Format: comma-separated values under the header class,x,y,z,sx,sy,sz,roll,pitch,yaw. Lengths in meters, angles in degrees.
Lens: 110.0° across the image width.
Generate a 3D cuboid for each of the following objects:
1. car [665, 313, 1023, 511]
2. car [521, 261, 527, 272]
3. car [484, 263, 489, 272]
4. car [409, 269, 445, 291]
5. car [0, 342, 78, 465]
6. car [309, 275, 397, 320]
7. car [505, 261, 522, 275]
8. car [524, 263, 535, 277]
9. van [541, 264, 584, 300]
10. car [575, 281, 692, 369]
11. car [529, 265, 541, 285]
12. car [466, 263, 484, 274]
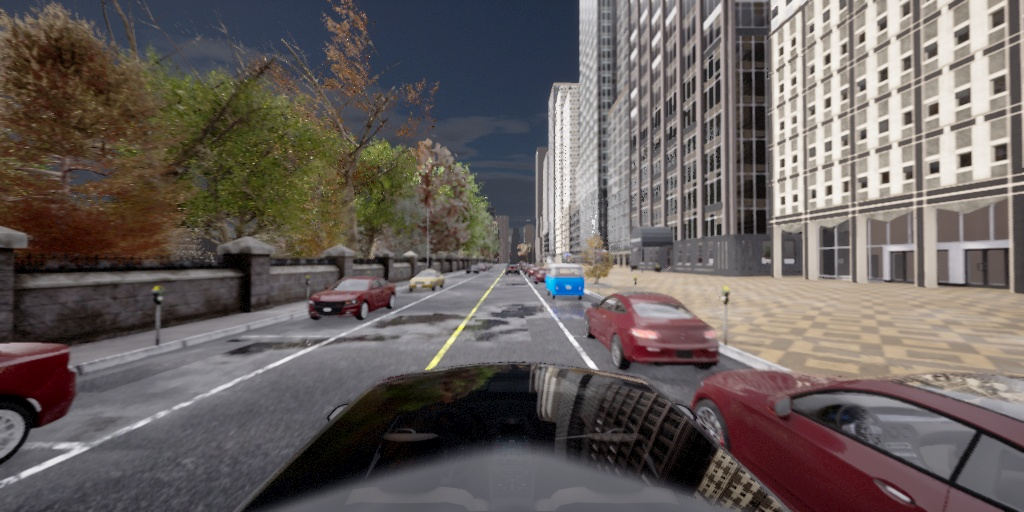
class,x,y,z,sx,sy,sz,roll,pitch,yaw
car,2.689,1.336,2.028,1.802,1.307,4.207,0,0,0
car,2.697,1.835,52.714,1.967,1.591,4.097,0,0,0
car,-5.683,1.989,63.977,1.967,1.591,4.097,0,0,0
car,-5.688,1.558,24.387,1.751,1.417,4.829,0,0,0
car,-5.691,1.299,2.029,1.888,1.381,4.507,0,0,0
car,-5.690,1.437,13.292,1.888,1.381,4.507,0,0,0
car,0.108,1.862,49.873,1.837,1.490,4.892,0,-1,0
car,2.695,1.832,41.450,1.802,1.307,4.207,0,0,0
van,2.692,1.302,18.924,1.690,1.789,3.998,0,0,0
car,2.690,1.404,7.660,1.802,1.307,4.207,0,0,0
car,2.693,1.686,30.186,1.802,1.307,4.207,0,0,0
car,-5.684,1.962,52.715,1.948,1.339,4.313,0,0,0
